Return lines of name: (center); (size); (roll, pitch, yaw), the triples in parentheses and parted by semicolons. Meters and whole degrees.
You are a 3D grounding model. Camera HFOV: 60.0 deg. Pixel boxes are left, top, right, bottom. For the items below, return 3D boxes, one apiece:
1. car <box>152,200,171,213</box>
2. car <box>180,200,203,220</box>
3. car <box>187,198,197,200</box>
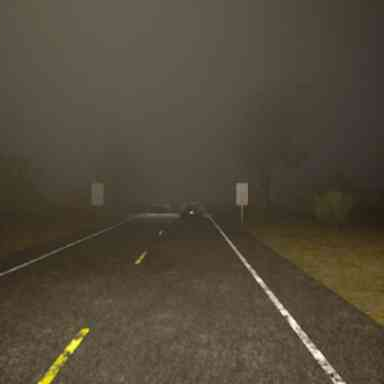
car: (-3.589, 1.652, 39.299); (1.882, 1.535, 5.008); (0, -1, 0)
car: (-0.017, 1.684, 29.605); (1.994, 1.385, 4.181); (0, 0, 0)
car: (-0.006, 1.568, 45.982); (2.097, 1.767, 4.553); (0, 0, 0)
